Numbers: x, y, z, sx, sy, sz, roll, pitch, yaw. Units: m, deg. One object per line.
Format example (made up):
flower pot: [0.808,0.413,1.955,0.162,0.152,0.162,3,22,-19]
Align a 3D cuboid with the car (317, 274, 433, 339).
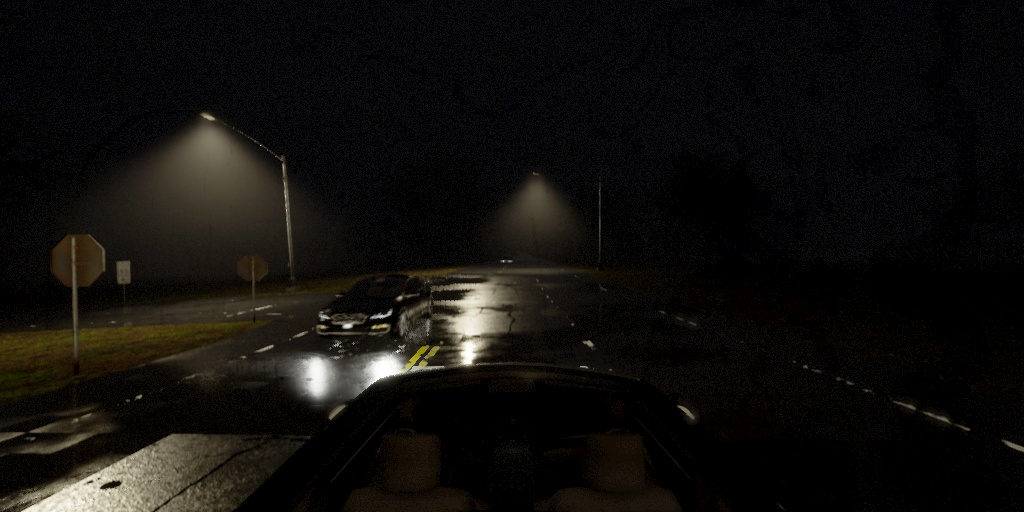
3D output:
car: [-3.525,1.292,10.129,1.837,1.490,4.892,0,-1,0]
